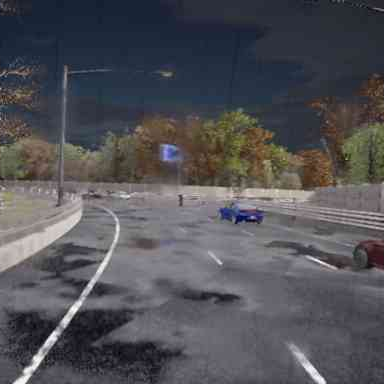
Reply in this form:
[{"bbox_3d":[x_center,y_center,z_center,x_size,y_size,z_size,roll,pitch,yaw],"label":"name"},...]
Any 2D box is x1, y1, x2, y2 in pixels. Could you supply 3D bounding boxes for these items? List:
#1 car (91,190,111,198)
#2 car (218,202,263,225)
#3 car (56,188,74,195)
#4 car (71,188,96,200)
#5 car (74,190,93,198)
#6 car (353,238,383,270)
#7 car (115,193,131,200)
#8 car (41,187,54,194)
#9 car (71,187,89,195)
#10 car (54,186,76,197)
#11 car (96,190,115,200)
[{"bbox_3d":[-18.648,0.429,68.025,2.128,1.511,4.902,2,0,-42],"label":"car"},{"bbox_3d":[3.406,1.473,24.213,1.882,1.535,5.008,2,0,-14],"label":"car"},{"bbox_3d":[-28.066,-0.077,73.302,4.718,1.301,1.895,2,0,43],"label":"car"},{"bbox_3d":[-18.188,0.516,55.709,1.812,1.442,4.674,2,0,-35],"label":"car"},{"bbox_3d":[-21.626,0.395,66.106,1.895,1.301,4.718,2,0,-42],"label":"car"},{"bbox_3d":[6.301,1.717,8.818,1.812,1.442,4.674,2,1,-6],"label":"car"},{"bbox_3d":[-12.977,0.765,60.494,1.895,1.301,4.718,2,0,-35],"label":"car"},{"bbox_3d":[-30.541,-0.229,70.833,4.902,1.511,2.128,2,0,43],"label":"car"},{"bbox_3d":[-25.512,-0.233,75.707,4.553,1.767,2.097,2,0,43],"label":"car"},{"bbox_3d":[-23.618,-0.037,63.077,2.150,2.045,5.566,2,0,-39],"label":"car"},{"bbox_3d":[-15.965,0.551,58.675,2.128,1.511,4.902,2,0,-35],"label":"car"}]
